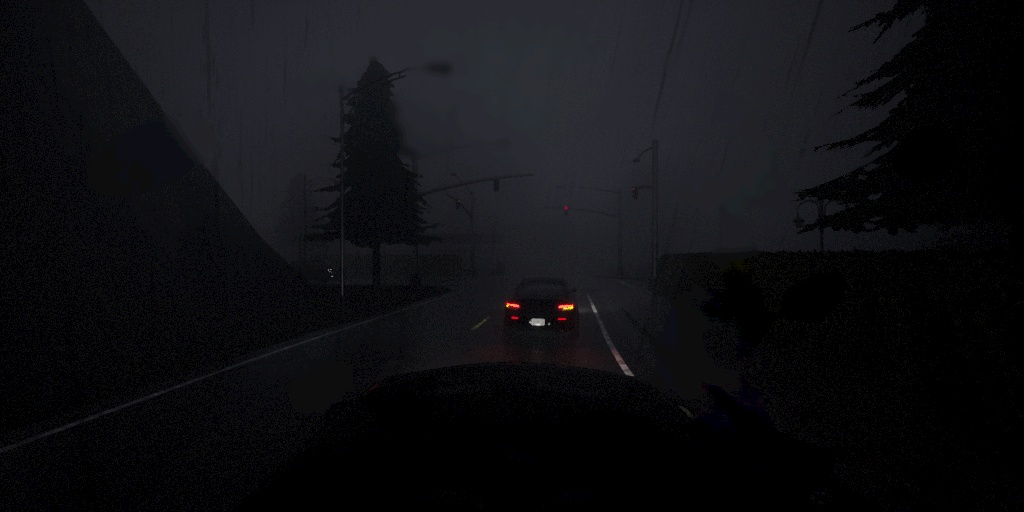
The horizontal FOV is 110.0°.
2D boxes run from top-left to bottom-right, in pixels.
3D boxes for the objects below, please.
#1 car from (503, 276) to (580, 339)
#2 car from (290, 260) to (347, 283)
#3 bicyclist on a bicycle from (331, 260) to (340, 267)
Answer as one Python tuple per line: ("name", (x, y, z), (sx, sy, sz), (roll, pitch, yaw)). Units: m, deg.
("car", (0.921, 1.275, 10.097), (1.812, 1.442, 4.674), (0, 0, 9))
("car", (-15.341, 1.100, 27.955), (4.553, 1.767, 2.097), (0, 0, 9))
("bicyclist on a bicycle", (-17.361, 1.200, 35.377), (0.582, 1.620, 1.656), (0, 0, 8))
